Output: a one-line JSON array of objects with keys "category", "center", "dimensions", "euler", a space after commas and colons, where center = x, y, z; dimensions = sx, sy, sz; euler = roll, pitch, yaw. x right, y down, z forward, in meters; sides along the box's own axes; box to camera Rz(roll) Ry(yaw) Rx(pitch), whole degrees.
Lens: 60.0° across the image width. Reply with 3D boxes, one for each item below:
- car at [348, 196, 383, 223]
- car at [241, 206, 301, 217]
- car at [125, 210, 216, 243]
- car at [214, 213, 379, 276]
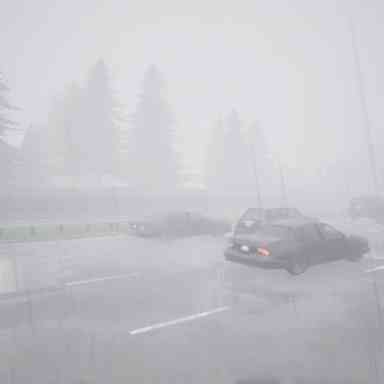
[{"category": "car", "center": [15.145, 1.381, 27.446], "dimensions": [5.566, 2.045, 2.150], "euler": [0, 0, -35]}, {"category": "car", "center": [4.124, 1.420, 15.287], "dimensions": [4.553, 1.767, 2.097], "euler": [0, 0, -35]}, {"category": "car", "center": [-0.513, 1.597, 16.278], "dimensions": [5.357, 1.411, 2.033], "euler": [0, 0, -35]}, {"category": "car", "center": [3.489, 1.597, 10.535], "dimensions": [5.357, 1.411, 2.033], "euler": [0, 0, -35]}]
